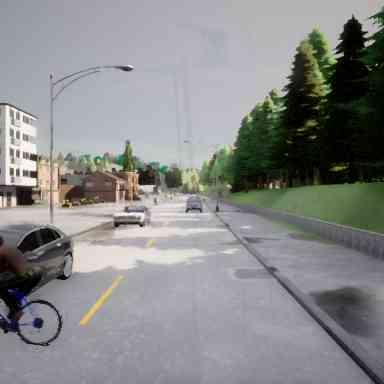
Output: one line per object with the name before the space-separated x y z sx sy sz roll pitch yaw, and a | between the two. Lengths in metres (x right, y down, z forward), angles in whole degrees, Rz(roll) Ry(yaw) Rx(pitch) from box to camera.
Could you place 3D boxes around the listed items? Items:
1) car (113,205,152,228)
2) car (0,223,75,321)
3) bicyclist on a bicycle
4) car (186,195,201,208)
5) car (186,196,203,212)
car | -3.928 1.601 22.429 1.895 1.301 4.718 0 0 0
car | -4.072 1.503 7.114 1.837 1.490 4.892 0 1 0
bicyclist on a bicycle | -2.715 1.452 4.846 1.656 1.620 0.582 0 0 0
car | 0.262 1.352 48.449 2.097 1.767 4.553 0 0 0
car | 0.235 1.547 38.321 2.033 1.411 5.357 0 0 0
